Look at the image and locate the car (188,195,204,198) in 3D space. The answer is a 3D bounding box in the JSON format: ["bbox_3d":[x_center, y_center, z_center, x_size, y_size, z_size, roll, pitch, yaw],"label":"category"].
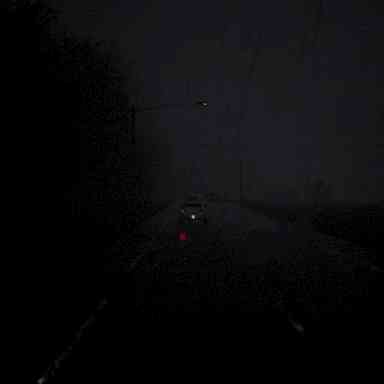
[{"bbox_3d":[0.072,1.288,42.126,2.033,1.411,5.357,0,0,0],"label":"car"}]

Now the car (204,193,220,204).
[{"bbox_3d":[3.567,1.009,55.825,2.097,1.767,4.553,0,0,0],"label":"car"}]

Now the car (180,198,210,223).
[{"bbox_3d":[0.084,1.377,23.921,1.812,1.442,4.674,0,0,0],"label":"car"}]

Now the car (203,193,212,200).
[{"bbox_3d":[3.457,1.051,73.598,1.837,1.490,4.892,0,0,0],"label":"car"}]
